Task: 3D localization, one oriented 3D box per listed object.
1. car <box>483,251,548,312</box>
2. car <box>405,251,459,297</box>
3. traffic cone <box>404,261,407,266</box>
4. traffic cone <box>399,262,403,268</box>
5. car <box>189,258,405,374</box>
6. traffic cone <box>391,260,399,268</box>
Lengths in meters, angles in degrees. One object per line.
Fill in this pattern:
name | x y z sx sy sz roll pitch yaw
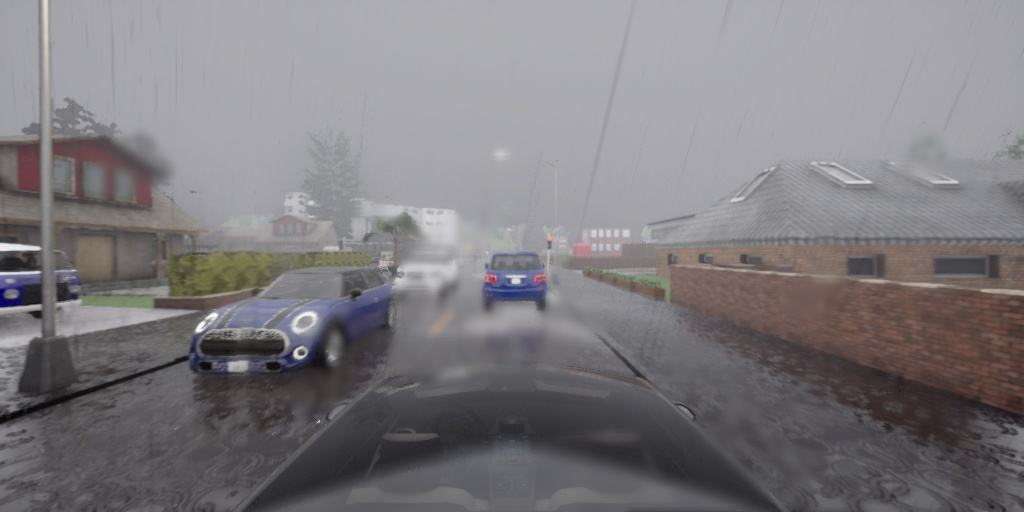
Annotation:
car | 0.106 0.837 13.689 2.150 2.045 5.566 0 1 0
car | -4.014 0.777 17.879 2.150 2.045 5.566 0 1 0
traffic cone | -14.438 1.043 50.051 0.344 0.586 0.344 0 0 0
traffic cone | -15.437 1.030 49.010 0.344 0.586 0.344 0 0 0
car | -4.085 1.037 7.610 2.097 1.767 4.553 0 1 0
traffic cone | -15.797 1.040 48.440 0.344 0.586 0.344 0 0 0
